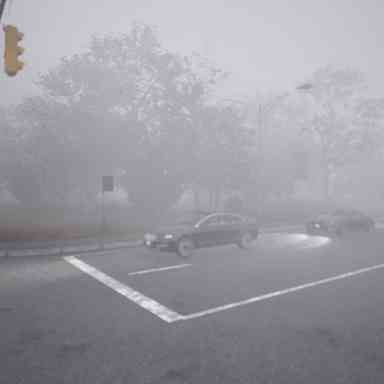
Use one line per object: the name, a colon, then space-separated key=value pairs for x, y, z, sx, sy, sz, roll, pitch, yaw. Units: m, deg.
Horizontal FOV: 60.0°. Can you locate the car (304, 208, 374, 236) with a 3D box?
car: x=8.140 y=1.563 z=18.307 sx=4.181 sy=1.385 sz=1.994 roll=0 pitch=0 yaw=-34

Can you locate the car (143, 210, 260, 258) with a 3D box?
car: x=0.493 y=1.491 z=12.925 sx=4.902 sy=1.511 sz=2.128 roll=0 pitch=0 yaw=-35
